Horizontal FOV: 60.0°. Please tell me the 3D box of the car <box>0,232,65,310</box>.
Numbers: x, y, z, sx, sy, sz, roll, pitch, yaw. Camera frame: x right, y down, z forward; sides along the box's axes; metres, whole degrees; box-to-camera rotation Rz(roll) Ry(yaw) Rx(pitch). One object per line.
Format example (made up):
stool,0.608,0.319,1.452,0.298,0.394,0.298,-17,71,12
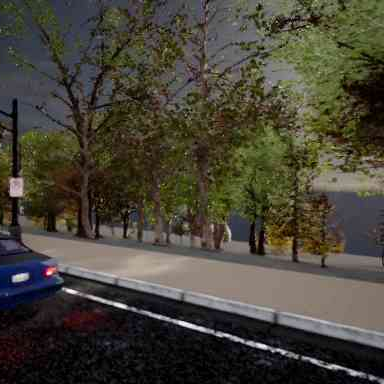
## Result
car,-5.025,1.539,7.264,5.357,1.411,2.033,0,0,36
